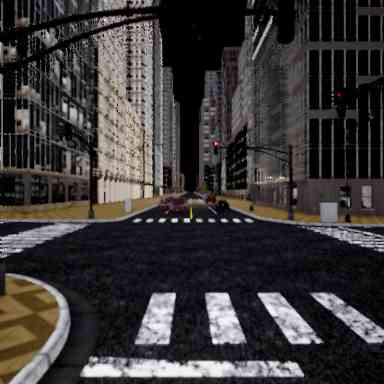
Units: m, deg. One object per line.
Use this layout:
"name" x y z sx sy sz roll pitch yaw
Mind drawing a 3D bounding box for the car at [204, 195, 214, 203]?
"car" 3.657 1.527 71.074 1.967 1.590 4.097 0 0 0

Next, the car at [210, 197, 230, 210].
"car" 3.864 1.637 43.437 1.947 1.339 4.313 0 0 0

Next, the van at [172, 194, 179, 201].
"van" -4.317 1.432 87.612 1.690 1.788 3.998 0 0 0

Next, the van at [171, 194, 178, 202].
"van" -4.286 1.430 82.084 1.690 1.788 3.998 0 0 0

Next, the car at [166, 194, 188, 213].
"car" -1.567 1.418 38.601 2.097 1.767 4.553 0 0 0

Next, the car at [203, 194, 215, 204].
"car" 3.689 1.401 65.546 2.192 1.841 5.009 0 0 0

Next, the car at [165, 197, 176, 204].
"car" -4.191 1.651 65.501 1.947 1.339 4.313 0 0 0

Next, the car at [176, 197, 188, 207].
"car" -1.645 1.628 55.500 2.033 1.411 5.357 0 0 -1

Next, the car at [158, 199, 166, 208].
"car" -4.097 1.658 48.919 1.802 1.307 4.206 0 0 0

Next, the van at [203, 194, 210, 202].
"van" 3.594 1.431 82.129 1.690 1.788 3.998 0 0 0

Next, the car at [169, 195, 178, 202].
"car" -4.254 1.528 76.557 1.967 1.590 4.097 0 0 0
